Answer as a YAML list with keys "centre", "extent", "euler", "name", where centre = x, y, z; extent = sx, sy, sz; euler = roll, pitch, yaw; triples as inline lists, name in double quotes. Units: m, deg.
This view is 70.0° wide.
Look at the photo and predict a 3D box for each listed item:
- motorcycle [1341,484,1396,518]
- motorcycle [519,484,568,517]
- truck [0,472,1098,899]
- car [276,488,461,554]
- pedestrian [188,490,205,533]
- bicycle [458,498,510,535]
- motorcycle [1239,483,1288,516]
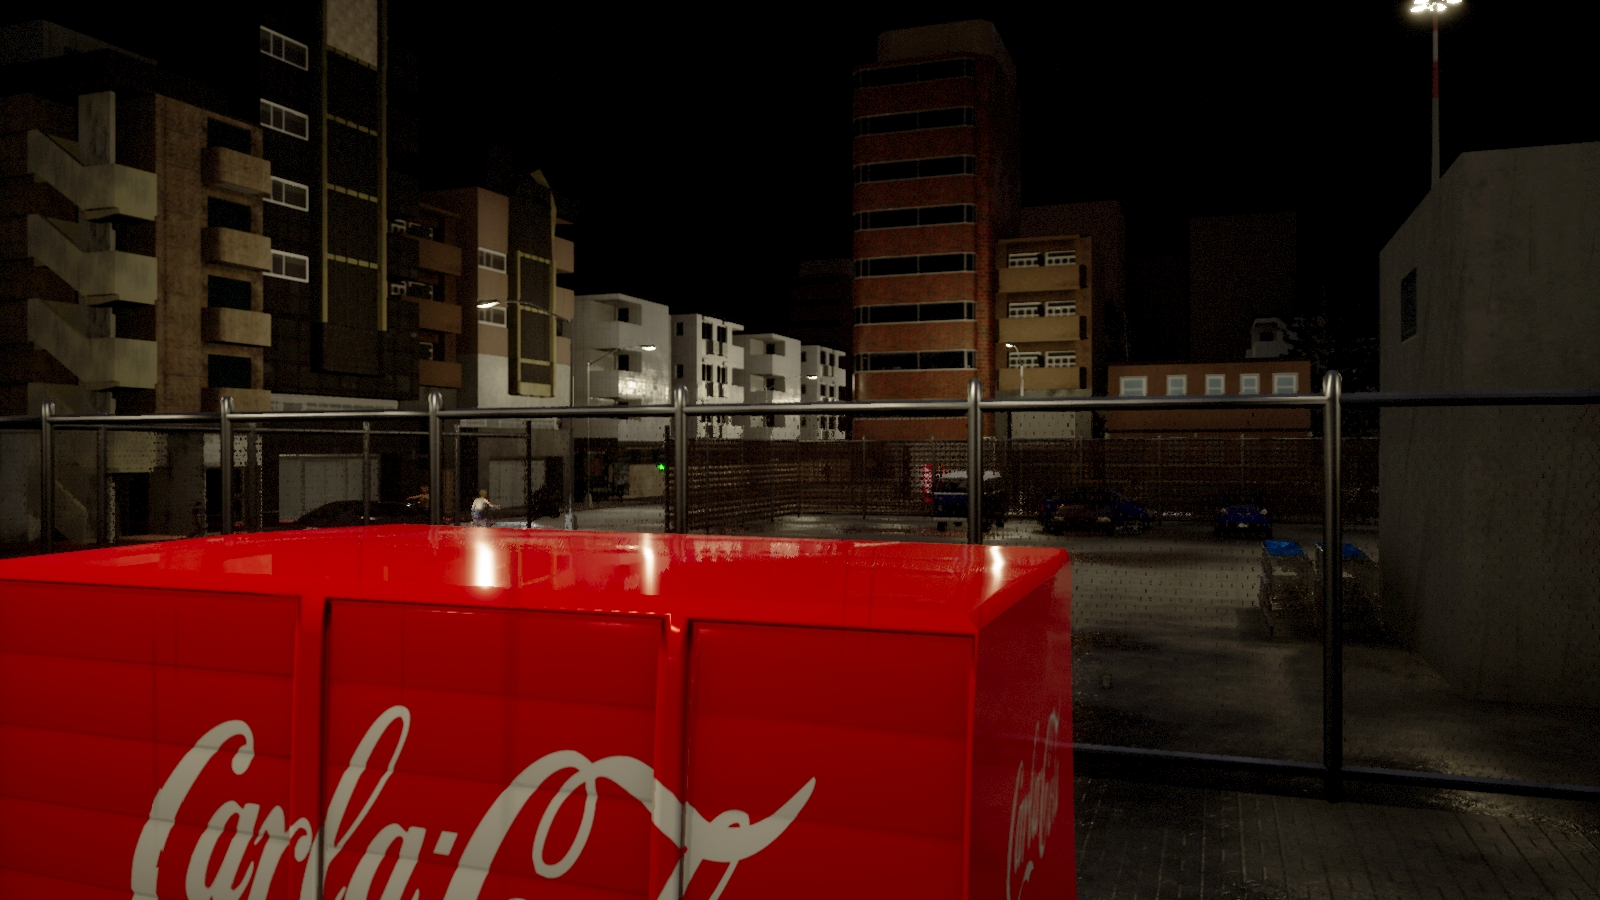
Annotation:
- centre: [21.966, 1.953, 44.179]
  extent: [1.805, 1.236, 0.856]
  euler: [0, 0, 21]
  name: "motorcycle"
- centre: [-10.438, 2.038, 46.547]
  extent: [0.867, 1.251, 2.209]
  euler: [0, 0, 20]
  name: "motorcycle"
- centre: [-1.650, 1.356, 4.450]
  extent: [5.204, 2.467, 2.627]
  euler: [0, 0, 20]
  name: "truck"
- centre: [-11.743, 1.888, 31.507]
  extent: [2.163, 1.488, 4.792]
  euler: [0, 0, 20]
  name: "car"
- centre: [-18.414, 1.864, 34.862]
  extent: [0.375, 1.300, 0.375]
  euler: [0, 0, -45]
  name: "pedestrian"
- centre: [-9.973, 2.082, 36.129]
  extent: [0.859, 1.080, 1.487]
  euler: [0, -1, 20]
  name: "bicycle"
- centre: [18.399, 1.960, 45.403]
  extent: [1.805, 1.236, 0.856]
  euler: [0, 0, 20]
  name: "motorcycle"
